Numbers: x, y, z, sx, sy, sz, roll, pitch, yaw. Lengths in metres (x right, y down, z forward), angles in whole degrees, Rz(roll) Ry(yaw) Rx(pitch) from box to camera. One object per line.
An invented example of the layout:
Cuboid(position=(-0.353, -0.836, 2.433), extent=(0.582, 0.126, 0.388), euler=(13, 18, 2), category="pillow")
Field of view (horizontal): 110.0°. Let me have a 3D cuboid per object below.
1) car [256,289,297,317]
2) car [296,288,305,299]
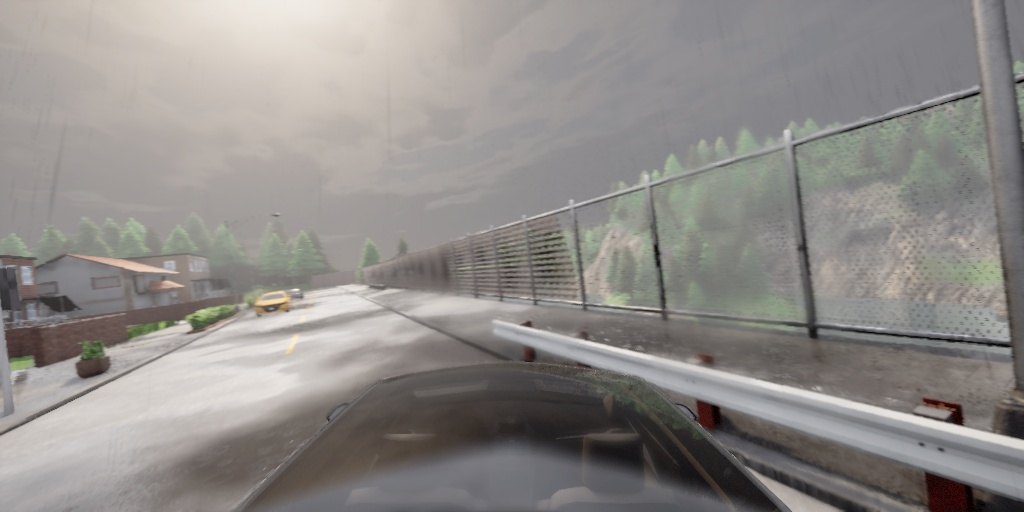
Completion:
Cuboid(position=(-17.185, 3.378, 26.029), extent=(1.882, 1.535, 5.008), euler=(-7, 0, -28), category="car")
Cuboid(position=(-25.629, 4.570, 42.208), extent=(1.994, 1.385, 4.181), euler=(-7, 0, -28), category="car")
